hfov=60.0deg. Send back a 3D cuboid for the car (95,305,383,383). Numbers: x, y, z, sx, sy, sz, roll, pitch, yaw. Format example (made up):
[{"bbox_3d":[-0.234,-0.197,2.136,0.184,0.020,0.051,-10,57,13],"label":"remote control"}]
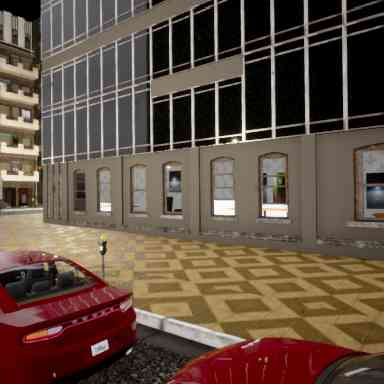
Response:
[{"bbox_3d":[1.765,1.545,1.626,4.507,1.381,1.887,0,-1,36],"label":"car"}]

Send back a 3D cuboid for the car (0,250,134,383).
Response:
[{"bbox_3d":[-2.804,1.546,4.892,4.507,1.381,1.887,0,-1,36],"label":"car"}]
